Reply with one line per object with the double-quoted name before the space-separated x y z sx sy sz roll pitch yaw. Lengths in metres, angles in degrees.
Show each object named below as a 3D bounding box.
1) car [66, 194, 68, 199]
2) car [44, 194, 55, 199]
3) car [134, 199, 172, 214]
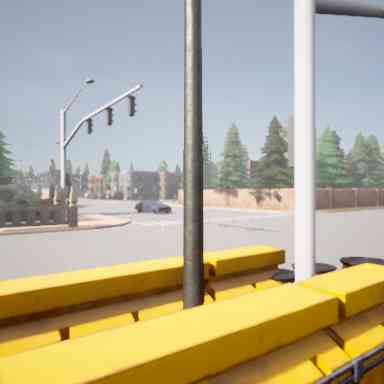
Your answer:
"car" -34.088 1.278 88.338 1.837 1.490 4.892 0 0 -36
"car" -36.922 1.208 86.283 1.882 1.535 5.008 0 0 -36
"car" -4.175 1.489 34.788 2.033 1.411 5.357 0 0 -36
